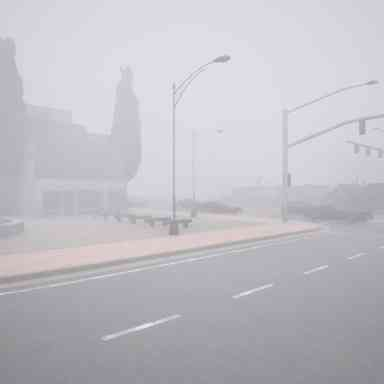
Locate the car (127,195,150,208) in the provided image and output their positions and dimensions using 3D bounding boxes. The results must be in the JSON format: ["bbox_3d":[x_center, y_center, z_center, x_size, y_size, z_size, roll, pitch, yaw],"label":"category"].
[{"bbox_3d":[-8.714,1.548,48.034,2.033,1.411,5.357,0,0,-40],"label":"car"}]

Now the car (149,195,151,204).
[{"bbox_3d":[-9.333,1.491,54.208,2.128,1.511,4.902,0,0,-40],"label":"car"}]

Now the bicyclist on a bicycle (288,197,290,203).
[{"bbox_3d":[12.886,1.261,44.843,1.656,1.620,0.582,-7,4,-40],"label":"bicyclist on a bicycle"}]

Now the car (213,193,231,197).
[{"bbox_3d":[6.859,1.395,69.063,3.806,1.475,1.970,0,0,-42],"label":"car"}]

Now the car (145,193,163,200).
[{"bbox_3d":[-10.040,1.153,88.044,4.605,1.855,1.932,0,0,-42],"label":"car"}]

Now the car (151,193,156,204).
[{"bbox_3d":[-9.156,1.491,59.667,2.128,1.511,4.902,0,0,-40],"label":"car"}]

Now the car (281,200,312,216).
[{"bbox_3d":[10.620,1.491,30.607,2.128,1.511,4.902,0,0,-40],"label":"car"}]

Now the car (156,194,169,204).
[{"bbox_3d":[-6.076,1.564,61.450,1.994,1.385,4.181,0,0,-40],"label":"car"}]

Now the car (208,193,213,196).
[{"bbox_3d":[4.940,1.156,71.231,3.866,1.878,1.905,0,0,-42],"label":"car"}]

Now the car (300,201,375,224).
[{"bbox_3d":[10.885,1.601,24.878,1.895,1.301,4.718,0,0,-40],"label":"car"}]

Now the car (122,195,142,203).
[{"bbox_3d":[-12.528,1.478,69.004,1.882,1.535,5.008,0,0,-40],"label":"car"}]

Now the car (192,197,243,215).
[{"bbox_3d":[2.745,1.547,34.485,2.033,1.411,5.357,0,0,-40],"label":"car"}]

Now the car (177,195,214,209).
[{"bbox_3d":[0.098,1.478,43.026,1.882,1.535,5.008,0,0,-40],"label":"car"}]
